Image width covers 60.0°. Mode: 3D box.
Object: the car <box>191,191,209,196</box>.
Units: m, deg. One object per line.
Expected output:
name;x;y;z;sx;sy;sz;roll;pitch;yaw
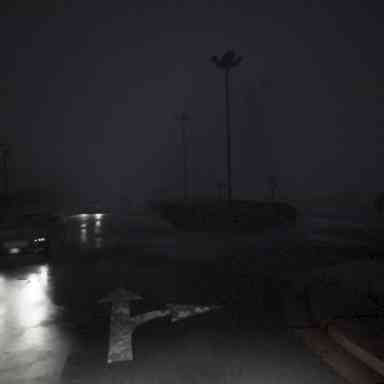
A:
car;2.458;0.843;76.827;5.566;2.045;2.150;-1;0;-11

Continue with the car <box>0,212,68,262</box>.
car;-6.076;1.588;12.894;2.128;1.511;4.902;-1;0;-12

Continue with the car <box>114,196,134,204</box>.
car;-13.526;1.539;66.348;1.882;1.535;5.008;-1;0;15

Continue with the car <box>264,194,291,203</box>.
car;12.588;0.999;49.498;3.905;1.438;1.784;-1;0;-12

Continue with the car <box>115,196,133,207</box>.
car;-10.426;1.395;51.913;2.097;1.767;4.553;-1;0;-12

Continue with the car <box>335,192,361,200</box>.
car;24.910;0.659;53.369;4.193;1.474;1.816;-1;0;-12

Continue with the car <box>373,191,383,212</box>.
car;17.485;0.757;27.558;4.605;1.855;1.932;-1;0;-12

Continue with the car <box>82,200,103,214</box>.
car;-11.106;1.646;37.394;1.812;1.442;4.674;-1;0;-11
